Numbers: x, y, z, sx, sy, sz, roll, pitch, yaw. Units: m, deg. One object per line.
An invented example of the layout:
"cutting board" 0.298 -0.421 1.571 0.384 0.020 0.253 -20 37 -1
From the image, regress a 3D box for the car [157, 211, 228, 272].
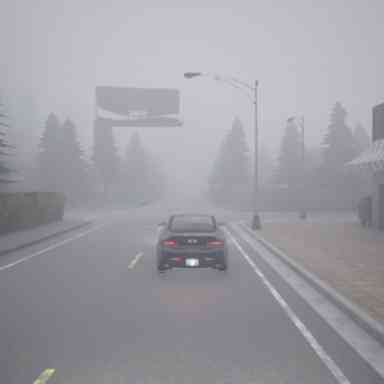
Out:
"car" 0.012 1.355 10.237 1.837 1.490 4.892 0 1 0
